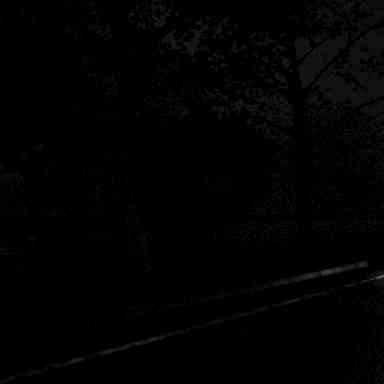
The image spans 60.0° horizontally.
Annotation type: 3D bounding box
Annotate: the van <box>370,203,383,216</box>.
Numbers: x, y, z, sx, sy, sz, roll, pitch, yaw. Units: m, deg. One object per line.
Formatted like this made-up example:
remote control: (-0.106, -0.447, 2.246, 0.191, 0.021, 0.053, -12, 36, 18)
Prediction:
van: (28.218, 2.554, 48.687, 1.878, 1.987, 4.442, 3, -2, -36)
